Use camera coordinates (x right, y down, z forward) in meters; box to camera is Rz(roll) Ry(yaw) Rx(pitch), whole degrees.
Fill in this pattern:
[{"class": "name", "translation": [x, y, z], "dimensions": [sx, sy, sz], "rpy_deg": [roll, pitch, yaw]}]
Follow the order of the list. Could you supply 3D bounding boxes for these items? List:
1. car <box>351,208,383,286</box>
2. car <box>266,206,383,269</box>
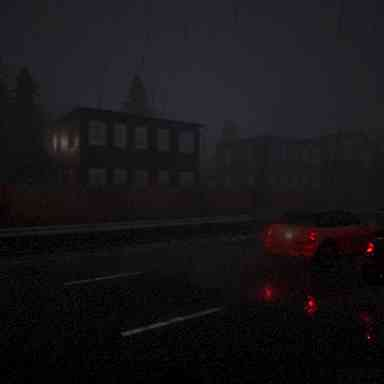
[{"class": "car", "translation": [6.214, 1.352, 8.176], "dimensions": [4.553, 1.767, 2.097], "rpy_deg": [0, 0, -35]}, {"class": "car", "translation": [4.685, 1.352, 11.384], "dimensions": [4.553, 1.767, 2.097], "rpy_deg": [0, 0, -35]}]
